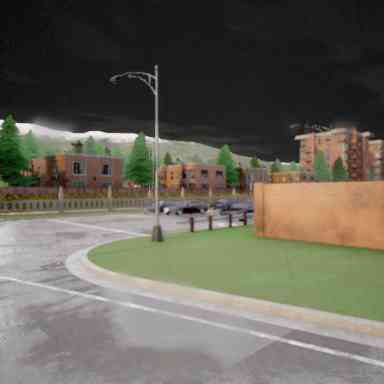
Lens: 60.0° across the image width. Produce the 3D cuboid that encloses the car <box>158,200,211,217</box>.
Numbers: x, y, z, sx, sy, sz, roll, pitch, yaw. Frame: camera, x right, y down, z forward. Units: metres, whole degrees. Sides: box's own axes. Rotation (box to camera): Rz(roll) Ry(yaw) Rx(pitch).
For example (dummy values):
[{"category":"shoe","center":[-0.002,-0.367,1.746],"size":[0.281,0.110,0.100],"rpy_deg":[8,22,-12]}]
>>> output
[{"category":"car","center":[-0.574,1.476,31.369],"size":[4.902,1.511,2.128],"rpy_deg":[0,0,-45]}]

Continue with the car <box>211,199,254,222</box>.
[{"category":"car","center":[4.262,1.515,26.306],"size":[5.357,1.411,2.033],"rpy_deg":[0,0,-45]}]

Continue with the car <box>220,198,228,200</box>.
[{"category":"car","center":[4.329,1.507,41.100],"size":[5.357,1.411,2.033],"rpy_deg":[0,0,-45]}]

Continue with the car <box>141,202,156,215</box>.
[{"category":"car","center":[-2.964,1.518,33.900],"size":[4.674,1.442,1.812],"rpy_deg":[0,0,-45]}]
